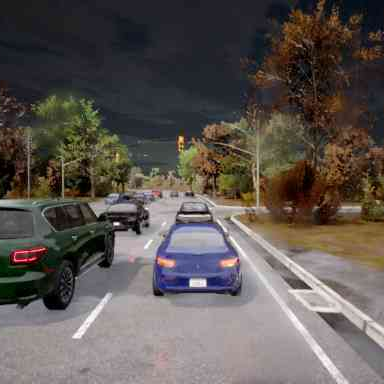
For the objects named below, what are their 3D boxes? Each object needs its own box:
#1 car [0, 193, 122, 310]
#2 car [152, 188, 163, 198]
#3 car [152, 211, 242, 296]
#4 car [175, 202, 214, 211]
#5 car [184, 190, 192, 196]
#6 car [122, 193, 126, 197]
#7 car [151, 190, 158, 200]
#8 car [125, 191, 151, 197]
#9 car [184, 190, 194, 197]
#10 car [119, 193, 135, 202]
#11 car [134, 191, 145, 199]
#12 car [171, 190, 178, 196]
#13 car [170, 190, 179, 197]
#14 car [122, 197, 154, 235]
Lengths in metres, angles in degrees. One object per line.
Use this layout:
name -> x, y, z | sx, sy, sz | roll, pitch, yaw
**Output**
car -> -3.392, 1.135, 7.757 | 2.150, 2.045, 5.566 | 0, 1, 0
car -> -7.285, 0.240, 68.712 | 2.150, 2.045, 5.566 | 0, 1, -1
car -> 0.106, 1.431, 8.273 | 1.812, 1.442, 4.674 | 0, 1, 0
car -> 0.111, 1.261, 17.526 | 2.128, 1.511, 4.902 | 0, 1, 0
car -> -0.993, 0.193, 86.076 | 1.812, 1.442, 4.674 | 0, 1, -3
car -> -10.587, 0.882, 45.623 | 1.812, 1.442, 4.674 | 0, 1, 0
car -> -7.135, 0.762, 53.795 | 1.812, 1.442, 4.674 | 0, 1, 0
car -> -7.054, 0.923, 44.337 | 2.033, 1.411, 5.357 | 0, 1, -1
car -> -0.508, 0.389, 75.932 | 1.882, 1.535, 5.008 | 0, 1, -2
car -> -10.641, 0.823, 54.731 | 1.895, 1.301, 4.718 | 0, 1, 0
car -> -10.779, 0.545, 68.532 | 1.812, 1.442, 4.674 | 0, 1, -1
car -> -4.487, 0.197, 85.879 | 1.812, 1.442, 4.674 | 0, 1, -3
car -> -4.007, 0.430, 75.836 | 2.128, 1.511, 4.902 | 0, 1, -2
car -> -3.390, 1.249, 17.417 | 1.882, 1.535, 5.008 | 0, 1, 0
